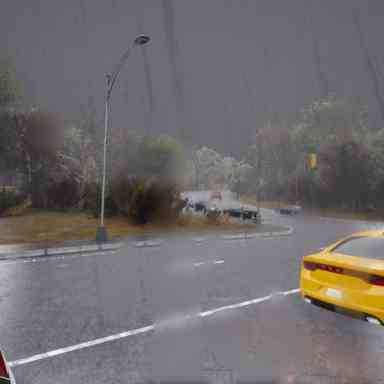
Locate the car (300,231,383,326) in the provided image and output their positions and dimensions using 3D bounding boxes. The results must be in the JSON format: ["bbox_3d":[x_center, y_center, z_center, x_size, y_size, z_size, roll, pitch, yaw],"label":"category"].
[{"bbox_3d":[4.352,1.542,6.855,5.008,1.535,1.882,1,-1,-35],"label":"car"}]

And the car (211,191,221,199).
[{"bbox_3d":[5.737,0.741,78.963,2.150,2.045,5.566,2,2,-1],"label":"car"}]

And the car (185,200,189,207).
[{"bbox_3d":[-1.046,1.726,52.688,1.994,1.385,4.181,2,1,-14],"label":"car"}]

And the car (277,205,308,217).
[{"bbox_3d":[12.988,2.442,43.333,1.837,1.490,4.892,2,0,-21],"label":"car"}]

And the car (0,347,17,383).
[{"bbox_3d":[-3.240,1.353,1.440,4.553,1.767,2.097,0,0,-35],"label":"car"}]

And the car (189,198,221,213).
[{"bbox_3d":[1.773,1.926,43.099,2.128,1.511,4.902,2,0,-19],"label":"car"}]

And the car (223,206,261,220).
[{"bbox_3d":[5.105,2.147,34.294,1.895,1.301,4.718,3,-1,-22],"label":"car"}]
